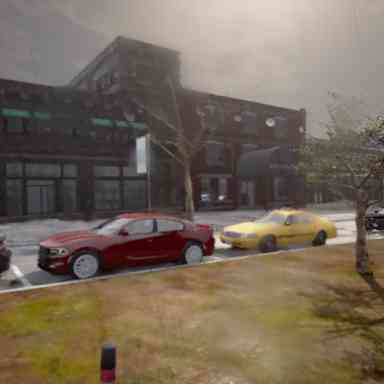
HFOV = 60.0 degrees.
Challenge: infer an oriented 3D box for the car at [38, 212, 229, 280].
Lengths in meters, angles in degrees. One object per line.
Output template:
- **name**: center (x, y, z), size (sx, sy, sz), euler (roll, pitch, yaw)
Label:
- **car**: center (-1.636, 1.358, 9.465), size (5.008, 1.535, 2.097), euler (1, -1, -33)

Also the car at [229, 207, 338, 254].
- **car**: center (3.552, 1.410, 13.180), size (5.366, 1.575, 1.946), euler (1, 0, -33)

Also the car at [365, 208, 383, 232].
- **car**: center (11.898, 1.523, 19.134), size (5.008, 1.535, 2.097), euler (1, 0, -33)

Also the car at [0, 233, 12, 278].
- **car**: center (-6.156, 1.299, 6.235), size (4.892, 1.521, 2.231), euler (0, 0, -33)
